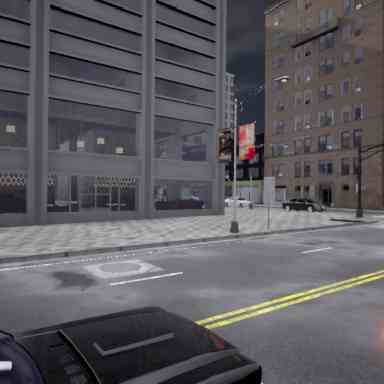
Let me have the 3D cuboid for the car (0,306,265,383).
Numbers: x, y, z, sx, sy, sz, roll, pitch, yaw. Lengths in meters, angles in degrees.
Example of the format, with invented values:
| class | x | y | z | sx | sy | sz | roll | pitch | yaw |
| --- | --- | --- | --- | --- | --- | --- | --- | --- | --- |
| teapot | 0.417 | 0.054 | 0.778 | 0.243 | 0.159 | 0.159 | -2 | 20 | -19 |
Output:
| class | x | y | z | sx | sy | sz | roll | pitch | yaw |
| --- | --- | --- | --- | --- | --- | --- | --- | --- | --- |
| car | -1.674 | 1.601 | 2.197 | 4.718 | 1.301 | 1.895 | 0 | 0 | -35 |

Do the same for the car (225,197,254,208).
| class | x | y | z | sx | sy | sz | roll | pitch | yaw |
| --- | --- | --- | --- | --- | --- | --- | --- | --- | --- |
| car | 6.072 | 1.380 | 43.931 | 1.812 | 1.442 | 4.674 | 1 | 0 | -35 |

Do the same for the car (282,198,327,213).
| class | x | y | z | sx | sy | sz | roll | pitch | yaw |
| --- | --- | --- | --- | --- | --- | --- | --- | --- | --- |
| car | 11.935 | 1.402 | 35.605 | 1.837 | 1.490 | 4.892 | 1 | 0 | -35 |
